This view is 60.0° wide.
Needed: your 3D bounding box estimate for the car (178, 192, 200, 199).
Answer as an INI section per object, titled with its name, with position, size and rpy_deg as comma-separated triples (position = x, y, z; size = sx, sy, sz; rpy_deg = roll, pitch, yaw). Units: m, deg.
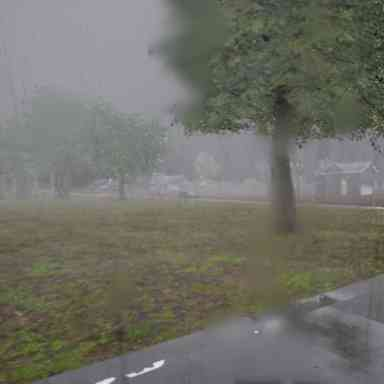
[car]
position = -0.682, 0.677, 63.978
size = 2.033, 1.411, 5.357
rpy_deg = 1, 0, -36
